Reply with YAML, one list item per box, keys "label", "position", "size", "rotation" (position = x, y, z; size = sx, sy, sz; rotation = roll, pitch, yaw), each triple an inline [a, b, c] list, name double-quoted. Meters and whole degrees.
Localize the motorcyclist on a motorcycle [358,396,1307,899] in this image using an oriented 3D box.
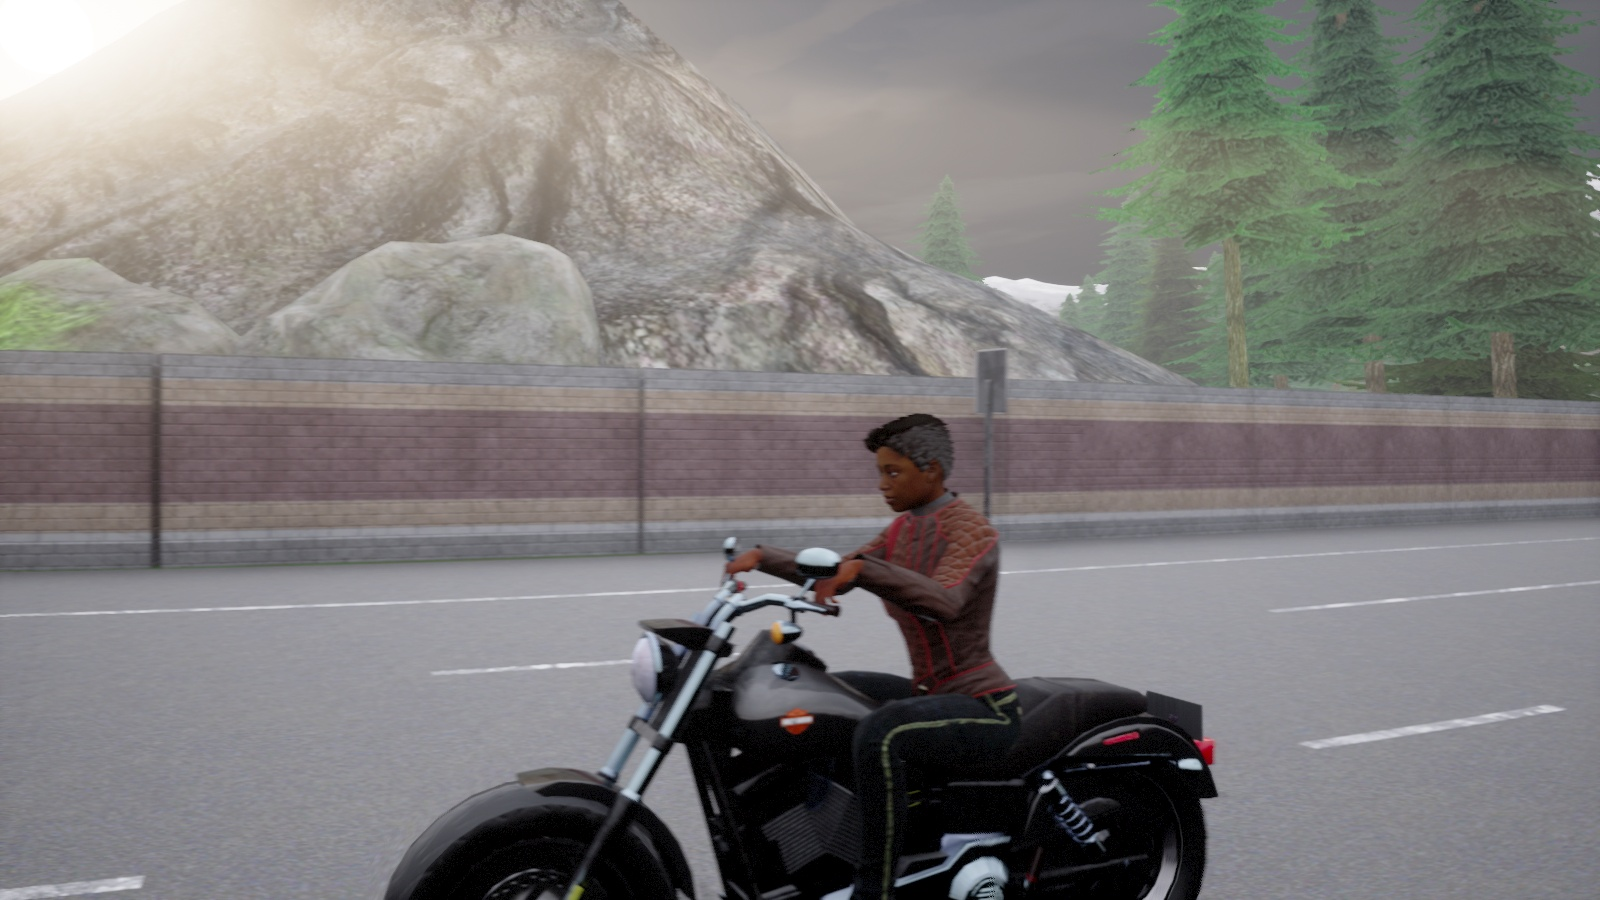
- label: "motorcyclist on a motorcycle"
  position: [0.127, 0.706, 3.291]
  size: [2.350, 1.649, 0.766]
  rotation: [-1, 0, -23]
